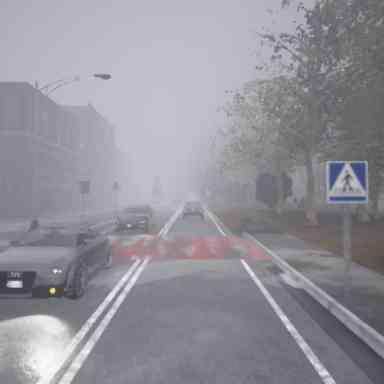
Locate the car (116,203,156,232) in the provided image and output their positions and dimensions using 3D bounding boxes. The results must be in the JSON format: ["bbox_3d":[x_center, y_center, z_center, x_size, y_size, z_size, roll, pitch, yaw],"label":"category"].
[{"bbox_3d":[-3.293,1.477,19.919,1.837,1.490,4.892,0,1,0],"label":"car"}]

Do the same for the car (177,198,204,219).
[{"bbox_3d":[0.084,1.515,29.155,2.033,1.411,5.357,0,0,0],"label":"car"}]

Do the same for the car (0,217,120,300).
[{"bbox_3d":[-3.330,1.553,8.272,1.994,1.385,4.181,0,0,0],"label":"car"}]

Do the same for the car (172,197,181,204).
[{"bbox_3d":[-2.973,1.670,65.699,1.837,1.490,4.892,0,-1,1],"label":"car"}]
